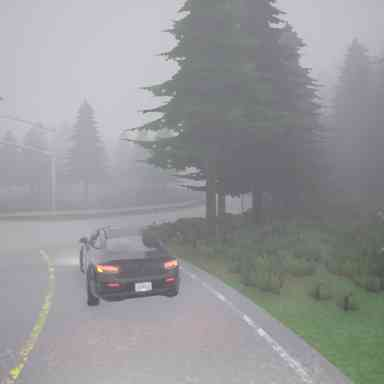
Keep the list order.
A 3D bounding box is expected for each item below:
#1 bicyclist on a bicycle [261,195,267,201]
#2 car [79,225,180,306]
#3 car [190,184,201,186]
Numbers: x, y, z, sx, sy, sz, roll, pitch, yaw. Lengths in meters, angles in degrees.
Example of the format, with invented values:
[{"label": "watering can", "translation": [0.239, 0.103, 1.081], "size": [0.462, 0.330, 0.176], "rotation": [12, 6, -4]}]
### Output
[{"label": "bicyclist on a bicycle", "translation": [6.342, 0.894, 30.365], "size": [1.656, 1.620, 0.582], "rotation": [-13, -4, 35]}, {"label": "car", "translation": [-1.674, 1.526, 8.095], "size": [1.812, 1.442, 4.674], "rotation": [0, 0, -21]}, {"label": "car", "translation": [0.647, -1.747, 69.712], "size": [1.994, 1.385, 4.181], "rotation": [0, 5, -5]}]
